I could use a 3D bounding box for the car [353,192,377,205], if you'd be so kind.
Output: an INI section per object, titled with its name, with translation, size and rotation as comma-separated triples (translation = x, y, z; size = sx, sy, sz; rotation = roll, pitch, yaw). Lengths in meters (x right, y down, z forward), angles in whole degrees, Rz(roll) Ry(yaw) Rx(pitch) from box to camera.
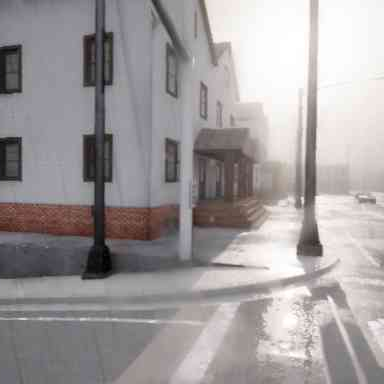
[car]
translation = 20.708, 0.693, 39.984
size = 2.033, 1.411, 5.357
rotation = 1, 2, 18
